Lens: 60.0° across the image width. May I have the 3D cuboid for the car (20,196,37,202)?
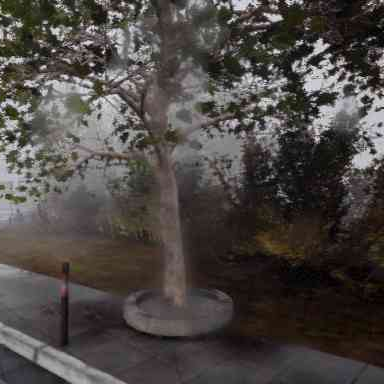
[{"bbox_3d":[-27.272,0.865,56.233,1.882,1.535,5.008,3,-1,1],"label":"car"}]
